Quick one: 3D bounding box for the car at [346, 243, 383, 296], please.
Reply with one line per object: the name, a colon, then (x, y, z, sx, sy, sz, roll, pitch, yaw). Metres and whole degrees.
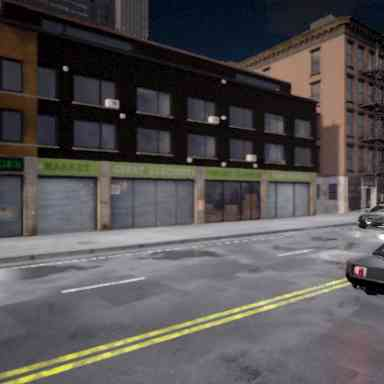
car: (5.521, 1.597, 7.376, 4.718, 1.301, 1.895, 0, 0, -36)

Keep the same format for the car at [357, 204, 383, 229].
car: (11.972, 1.499, 20.202, 4.892, 1.490, 1.837, 0, 0, -35)
